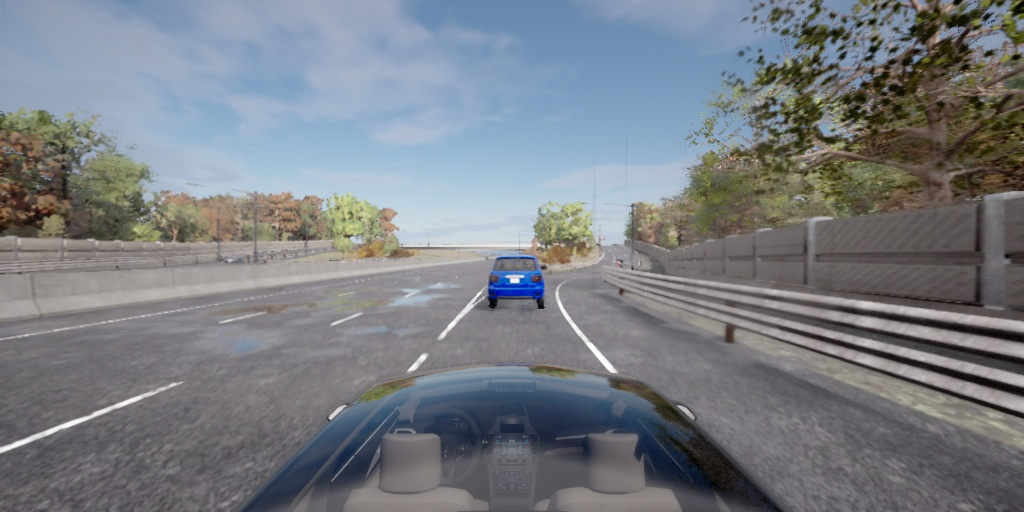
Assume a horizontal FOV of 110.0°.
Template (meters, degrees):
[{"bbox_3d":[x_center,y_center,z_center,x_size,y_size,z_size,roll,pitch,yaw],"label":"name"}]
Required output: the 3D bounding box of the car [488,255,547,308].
[{"bbox_3d":[0.311,0.976,15.420,2.150,2.045,5.566,0,0,5],"label":"car"}]
